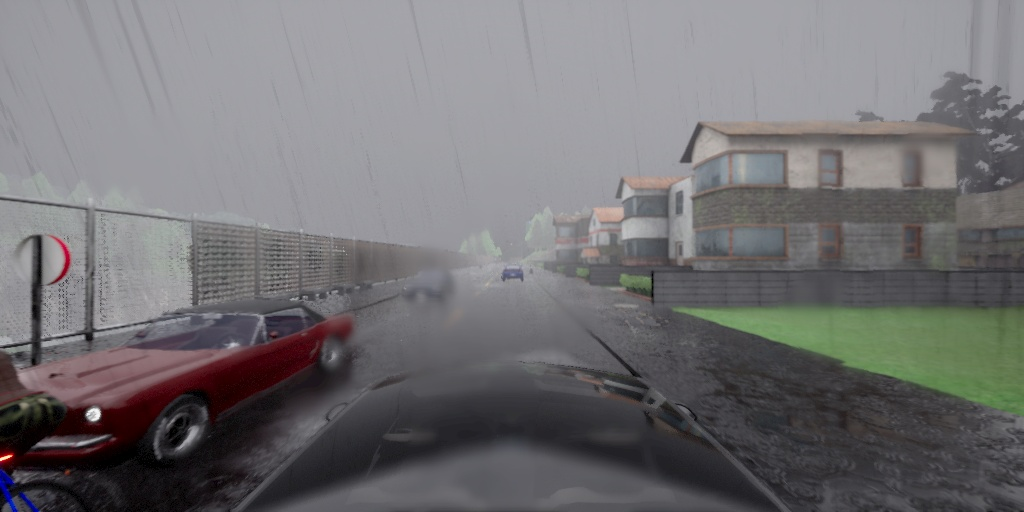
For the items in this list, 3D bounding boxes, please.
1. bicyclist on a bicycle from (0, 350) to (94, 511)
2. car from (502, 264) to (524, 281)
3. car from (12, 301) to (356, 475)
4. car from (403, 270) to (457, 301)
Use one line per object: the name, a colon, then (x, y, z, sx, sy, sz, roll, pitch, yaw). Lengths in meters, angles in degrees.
bicyclist on a bicycle: (-3.246, 1.208, 2.095, 1.656, 1.620, 0.582, -2, -1, 0)
car: (0.101, 1.516, 33.735, 1.882, 1.535, 5.008, 0, -1, 0)
car: (-4.100, 1.381, 5.033, 1.895, 1.301, 4.718, 0, 0, 0)
car: (-4.088, 1.452, 18.835, 2.033, 1.411, 5.357, 0, 0, 0)
